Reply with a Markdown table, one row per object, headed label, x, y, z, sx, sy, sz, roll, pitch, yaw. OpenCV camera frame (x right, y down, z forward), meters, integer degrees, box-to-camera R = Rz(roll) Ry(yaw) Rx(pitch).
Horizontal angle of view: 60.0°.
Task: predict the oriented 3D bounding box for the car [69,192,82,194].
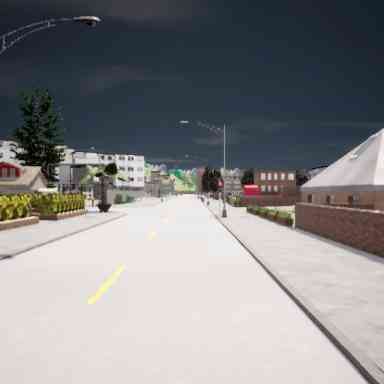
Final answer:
| label | x | y | z | sx | sy | sz | roll | pitch | yaw |
| --- | --- | --- | --- | --- | --- | --- | --- | --- | --- |
| car | -19.758 | 0.937 | 55.039 | 1.905 | 1.878 | 3.866 | 0 | 0 | 35 |
